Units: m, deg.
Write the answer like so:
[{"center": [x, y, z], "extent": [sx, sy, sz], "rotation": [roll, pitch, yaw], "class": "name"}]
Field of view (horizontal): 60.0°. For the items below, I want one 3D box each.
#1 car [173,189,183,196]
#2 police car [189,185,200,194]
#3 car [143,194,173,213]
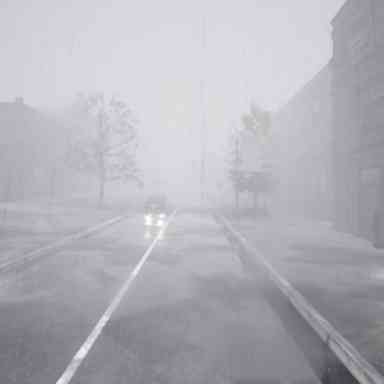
[{"center": [-3.073, 0.136, 70.048], "extent": [1.812, 1.442, 4.674], "rotation": [0, 1, 0], "class": "car"}, {"center": [0.944, -0.339, 85.923], "extent": [1.930, 1.638, 5.238], "rotation": [0, 2, 0], "class": "police car"}, {"center": [-3.100, 0.958, 29.407], "extent": [2.128, 1.511, 4.902], "rotation": [0, 1, 0], "class": "car"}]
